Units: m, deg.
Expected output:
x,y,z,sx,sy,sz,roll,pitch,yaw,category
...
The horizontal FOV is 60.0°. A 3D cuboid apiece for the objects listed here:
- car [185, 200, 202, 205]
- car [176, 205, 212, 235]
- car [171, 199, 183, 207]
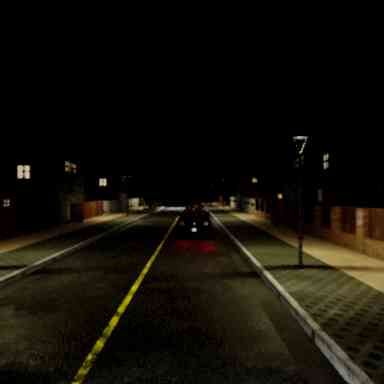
x,y,z,sx,sy,sz,roll,pitch,yaw,category
0.173,1.722,39.069,1.812,1.442,4.674,0,0,0,car
0.123,1.688,19.557,1.895,1.301,4.718,0,0,0,car
-2.634,1.932,57.983,1.895,1.301,4.718,0,0,0,car
